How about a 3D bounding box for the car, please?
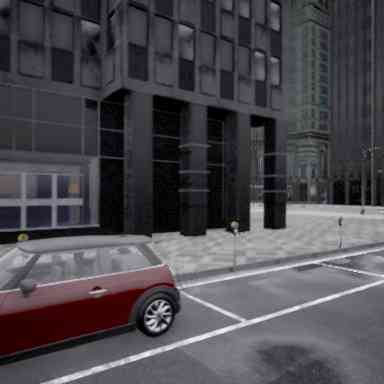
[{"bbox_3d":[-2.246,1.451,5.050,4.097,1.590,1.967,1,-1,-36],"label":"car"}]
